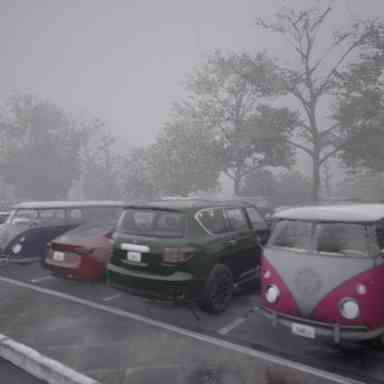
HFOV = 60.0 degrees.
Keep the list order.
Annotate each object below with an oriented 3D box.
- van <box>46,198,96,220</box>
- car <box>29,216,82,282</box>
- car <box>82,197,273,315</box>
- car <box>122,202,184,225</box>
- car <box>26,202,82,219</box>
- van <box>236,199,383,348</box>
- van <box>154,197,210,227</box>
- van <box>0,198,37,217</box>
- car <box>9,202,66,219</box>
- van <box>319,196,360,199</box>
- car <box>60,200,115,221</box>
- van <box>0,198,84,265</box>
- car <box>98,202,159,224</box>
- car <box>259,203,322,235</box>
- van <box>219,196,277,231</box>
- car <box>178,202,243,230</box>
[{"bbox_3d":[-11.910,1.588,32.993,1.878,1.987,4.442,-1,-1,36],"label":"van"},{"bbox_3d":[-1.670,1.507,9.476,2.163,1.488,4.792,-1,0,36],"label":"car"},{"bbox_3d":[0.566,1.199,7.875,2.435,2.045,5.566,0,0,36],"label":"car"},{"bbox_3d":[-2.968,1.645,26.444,2.231,1.521,4.892,-1,-1,36],"label":"car"},{"bbox_3d":[-14.232,1.857,34.503,2.231,1.521,4.892,-1,-1,36],"label":"car"},{"bbox_3d":[2.739,1.227,6.142,1.878,1.987,4.442,0,0,36],"label":"van"},{"bbox_3d":[-0.646,1.375,24.934,1.878,1.987,4.442,-1,-1,36],"label":"van"},{"bbox_3d":[-21.016,1.785,39.510,1.878,1.987,4.442,-2,-1,36],"label":"van"},{"bbox_3d":[-16.586,1.898,35.968,1.946,1.575,5.366,-1,-1,36],"label":"car"},{"bbox_3d":[8.107,1.223,18.384,1.878,1.987,4.442,-1,0,36],"label":"van"},{"bbox_3d":[-9.743,1.646,31.260,2.185,1.767,4.553,-1,-1,36],"label":"car"},{"bbox_3d":[-4.020,1.295,10.978,1.878,1.987,4.442,-1,-1,36],"label":"van"},{"bbox_3d":[-5.220,1.686,28.057,2.097,1.535,5.008,-1,-1,36],"label":"car"},{"bbox_3d":[6.049,1.473,20.007,2.097,1.535,5.008,-1,-1,36],"label":"car"},{"bbox_3d":[3.722,1.290,21.521,1.878,1.987,4.442,-1,-1,36],"label":"van"},{"bbox_3d":[1.435,1.556,23.075,1.946,1.575,5.366,-1,-1,36],"label":"car"}]
